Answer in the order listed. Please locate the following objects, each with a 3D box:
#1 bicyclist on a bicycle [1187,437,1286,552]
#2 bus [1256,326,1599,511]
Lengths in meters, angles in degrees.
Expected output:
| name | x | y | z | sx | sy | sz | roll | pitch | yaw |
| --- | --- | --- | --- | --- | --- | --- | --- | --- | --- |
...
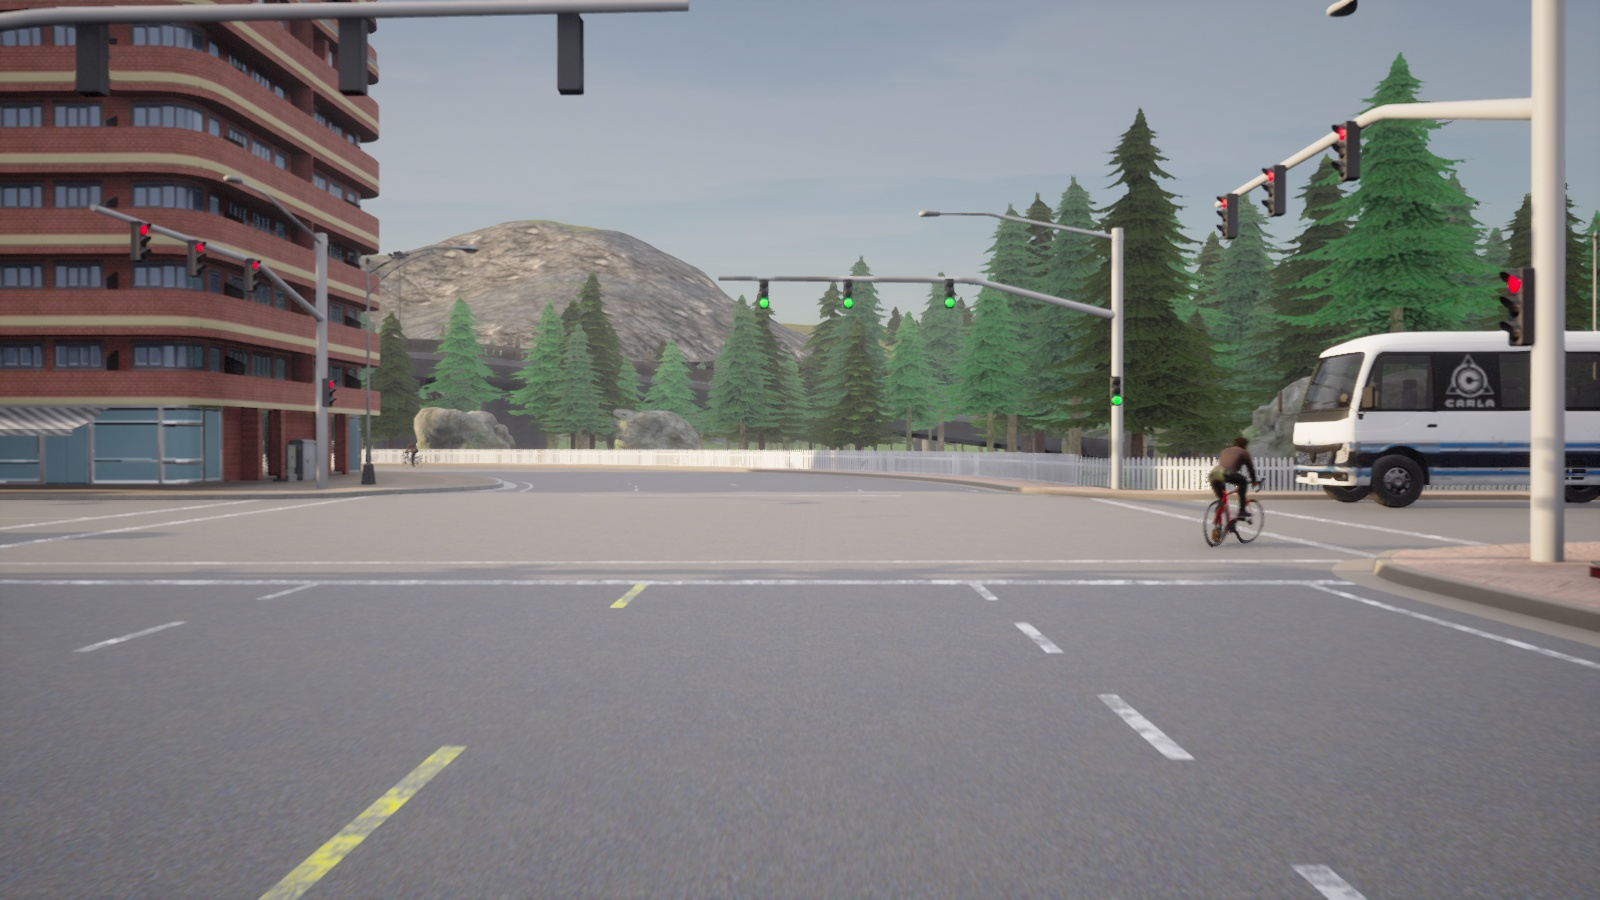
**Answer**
| name | x | y | z | sx | sy | sz | roll | pitch | yaw |
| --- | --- | --- | --- | --- | --- | --- | --- | --- | --- |
| bicyclist on a bicycle | 6.453 | 0.630 | 18.540 | 1.656 | 1.620 | 0.582 | 0 | 2 | -41 |
| bus | 17.051 | -0.734 | 30.802 | 10.273 | 4.253 | 3.944 | 0 | 0 | 1 |
